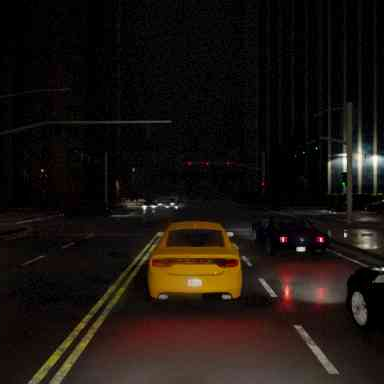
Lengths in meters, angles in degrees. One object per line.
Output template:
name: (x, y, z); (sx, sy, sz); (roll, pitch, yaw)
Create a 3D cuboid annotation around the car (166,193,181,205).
car: (-3.398, 1.221, 59.044); (2.150, 2.045, 5.566); (0, 0, 0)

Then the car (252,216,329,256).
car: (3.620, 1.601, 13.206); (1.895, 1.301, 4.718); (0, 0, 0)

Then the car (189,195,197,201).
car: (0.235, 1.367, 80.143); (1.994, 1.385, 4.181); (0, 0, 0)

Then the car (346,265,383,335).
car: (3.612, 1.505, 3.935); (1.837, 1.490, 4.892); (0, 0, 0)

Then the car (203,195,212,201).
car: (3.734, 1.429, 79.593); (1.837, 1.490, 4.892); (0, 0, 0)

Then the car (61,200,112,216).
car: (-9.984, 1.525, 31.497); (4.674, 1.442, 1.812); (0, 0, 0)

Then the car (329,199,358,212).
car: (19.036, 1.547, 38.903); (5.357, 1.411, 2.033); (0, 0, 0)

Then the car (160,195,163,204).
car: (-6.846, 1.352, 65.287); (2.097, 1.767, 4.553); (0, 0, 1)

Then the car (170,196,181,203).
car: (-3.307, 1.564, 68.403); (1.994, 1.385, 4.181); (0, 0, 1)

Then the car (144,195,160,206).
car: (-6.922, 1.505, 56.100); (1.837, 1.490, 4.892); (0, 0, 0)

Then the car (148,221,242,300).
car: (0.079, 1.478, 8.448); (1.882, 1.535, 5.008); (0, 0, 1)

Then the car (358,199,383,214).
car: (20.950, 1.491, 35.420); (4.902, 1.511, 2.128); (0, 0, -1)
